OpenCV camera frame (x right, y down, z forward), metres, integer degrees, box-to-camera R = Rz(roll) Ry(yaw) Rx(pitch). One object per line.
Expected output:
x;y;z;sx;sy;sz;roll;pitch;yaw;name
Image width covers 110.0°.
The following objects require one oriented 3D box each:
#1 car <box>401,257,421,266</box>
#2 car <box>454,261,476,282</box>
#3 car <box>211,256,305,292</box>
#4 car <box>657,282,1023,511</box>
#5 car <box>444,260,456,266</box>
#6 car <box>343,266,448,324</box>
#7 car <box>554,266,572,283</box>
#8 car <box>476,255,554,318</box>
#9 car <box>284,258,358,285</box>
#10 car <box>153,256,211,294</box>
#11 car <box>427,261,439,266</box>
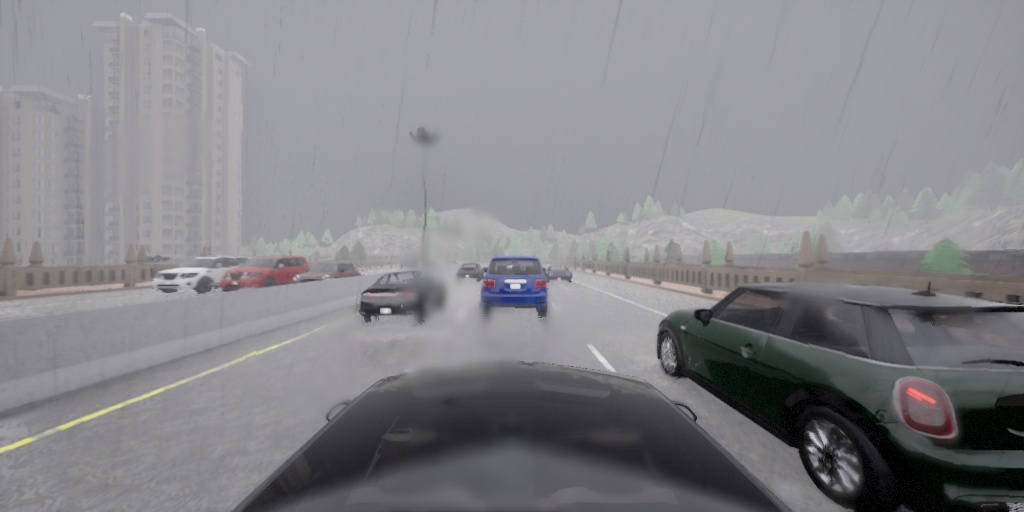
-17.524;1.226;62.444;2.150;2.045;5.566;0;0;1;car
-3.400;1.343;30.315;1.837;1.490;4.892;0;0;0;car
-14.098;1.028;21.037;2.150;2.045;5.566;0;0;0;car
3.600;1.110;4.505;2.097;1.767;4.553;0;0;0;car
-10.537;1.507;62.414;1.837;1.490;4.892;0;0;1;car
-3.400;1.271;12.077;2.128;1.511;4.902;0;0;0;car
3.601;1.434;29.043;1.895;1.301;4.718;0;0;0;car
0.100;1.004;13.347;2.150;2.045;5.566;0;0;0;car
-10.598;1.158;20.805;2.097;1.767;4.553;0;0;0;car
-17.598;1.029;21.112;2.150;2.045;5.566;0;0;0;car
-14.028;1.568;62.797;1.994;1.385;4.181;0;0;1;car
